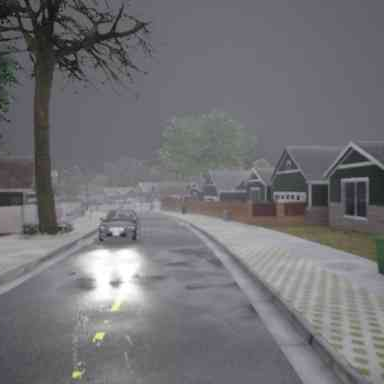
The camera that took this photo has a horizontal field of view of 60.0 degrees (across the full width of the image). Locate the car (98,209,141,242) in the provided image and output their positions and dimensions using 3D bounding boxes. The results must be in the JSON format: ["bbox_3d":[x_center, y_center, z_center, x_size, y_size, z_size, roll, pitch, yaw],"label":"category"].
[{"bbox_3d":[-3.750,1.700,17.788,2.128,1.511,4.902,0,-1,-6],"label":"car"}]
